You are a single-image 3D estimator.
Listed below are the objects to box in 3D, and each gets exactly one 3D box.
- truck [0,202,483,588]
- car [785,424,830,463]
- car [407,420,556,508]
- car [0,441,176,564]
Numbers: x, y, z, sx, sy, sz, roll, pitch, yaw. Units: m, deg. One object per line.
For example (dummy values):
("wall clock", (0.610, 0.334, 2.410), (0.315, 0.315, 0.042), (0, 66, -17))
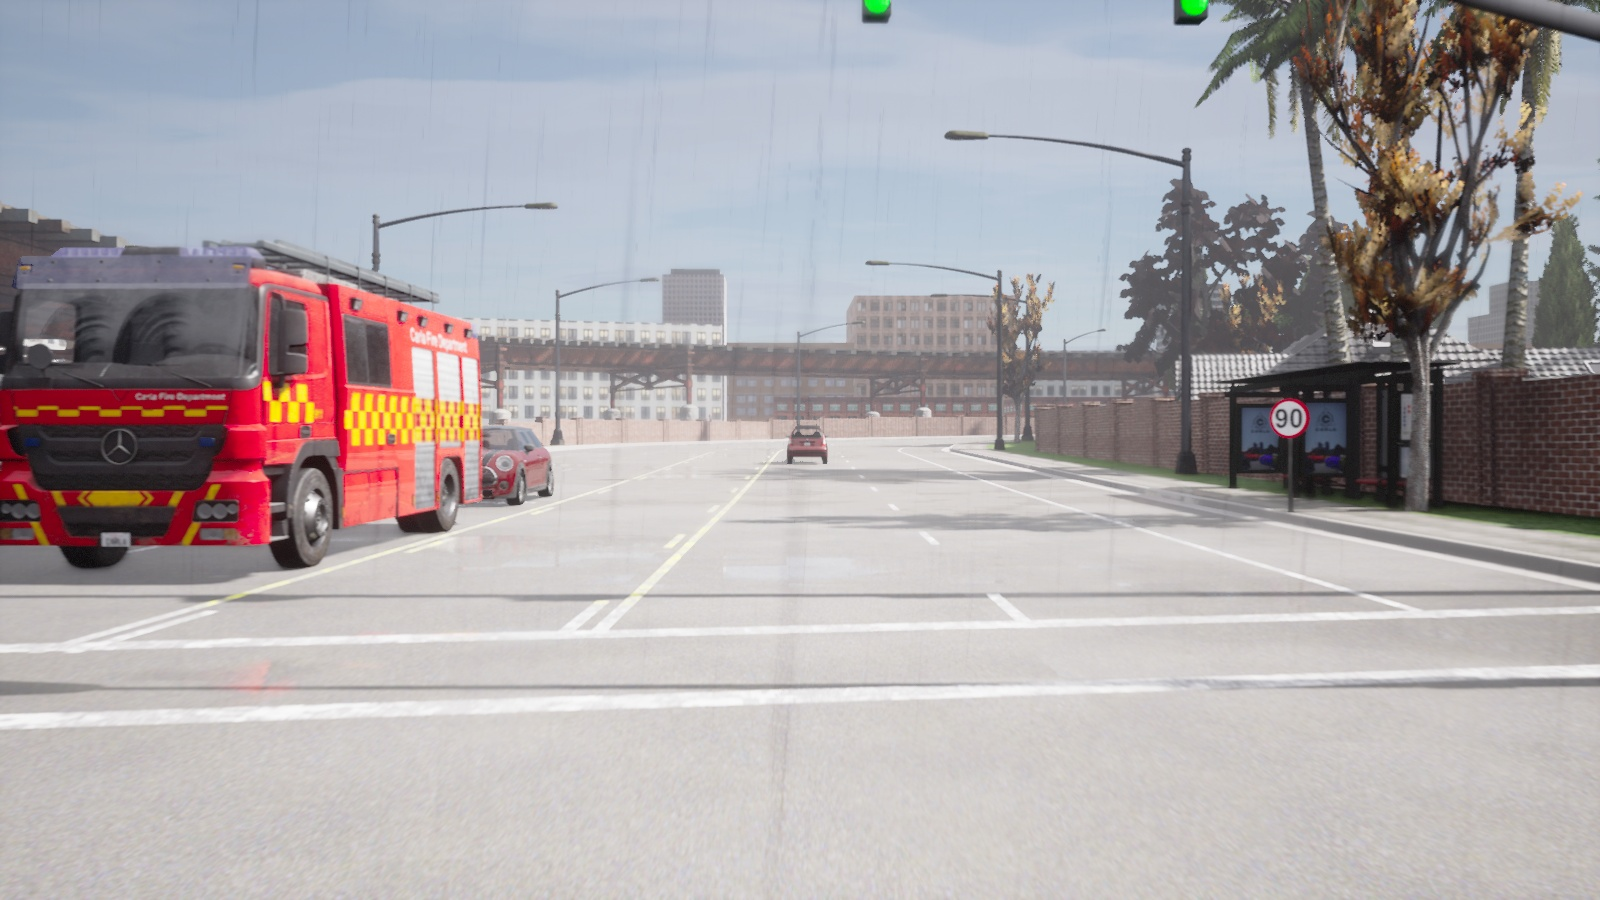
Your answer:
("truck", (-6.858, -0.610, 16.709), (2.891, 3.827, 8.468), (0, 1, 2))
("car", (0.313, -0.315, 53.948), (1.851, 1.617, 3.988), (0, 1, 0))
("car", (-6.832, 0.241, 27.471), (2.097, 1.767, 4.553), (0, 1, 0))
("car", (-10.396, 0.609, 16.156), (2.033, 1.411, 5.357), (0, 1, 0))
